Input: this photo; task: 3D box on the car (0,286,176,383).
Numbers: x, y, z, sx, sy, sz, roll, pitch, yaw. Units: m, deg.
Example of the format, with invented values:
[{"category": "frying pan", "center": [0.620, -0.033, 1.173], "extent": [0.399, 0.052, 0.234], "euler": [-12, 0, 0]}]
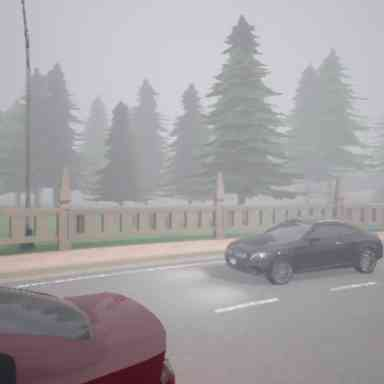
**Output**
[{"category": "car", "center": [-2.483, 1.442, 1.890], "extent": [5.008, 1.535, 1.882], "euler": [0, 1, -34]}]

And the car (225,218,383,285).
[{"category": "car", "center": [3.158, 1.456, 9.163], "extent": [4.674, 1.442, 1.812], "euler": [0, 1, -23]}]
